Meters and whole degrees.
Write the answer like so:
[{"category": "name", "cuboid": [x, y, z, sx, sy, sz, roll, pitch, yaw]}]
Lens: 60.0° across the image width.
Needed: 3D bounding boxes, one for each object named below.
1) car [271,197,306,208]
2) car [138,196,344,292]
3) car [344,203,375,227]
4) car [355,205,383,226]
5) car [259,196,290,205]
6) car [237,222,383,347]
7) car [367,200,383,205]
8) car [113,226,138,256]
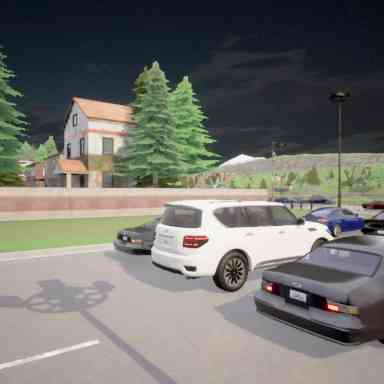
[{"category": "car", "cuboid": [14.320, 1.477, 49.674, 1.882, 1.535, 5.008, 0, 0, -36]}, {"category": "car", "cuboid": [1.587, 1.221, 9.178, 5.566, 2.045, 2.150, 0, 0, -36]}, {"category": "car", "cuboid": [7.671, 1.526, 17.804, 4.674, 1.442, 1.812, 0, 0, -35]}, {"category": "car", "cuboid": [9.678, 1.478, 14.937, 5.008, 1.535, 1.882, 0, 0, -35]}, {"category": "car", "cuboid": [14.999, 1.547, 60.716, 2.033, 1.411, 5.357, 0, 0, -36]}, {"category": "car", "cuboid": [3.566, 1.547, 6.289, 5.357, 1.411, 2.033, 0, 0, -36]}, {"category": "car", "cuboid": [22.637, 1.601, 38.916, 1.895, 1.301, 4.718, 0, 0, -42]}, {"category": "car", "cuboid": [-0.133, 1.547, 12.243, 5.357, 1.411, 2.033, 0, 0, -36]}]
